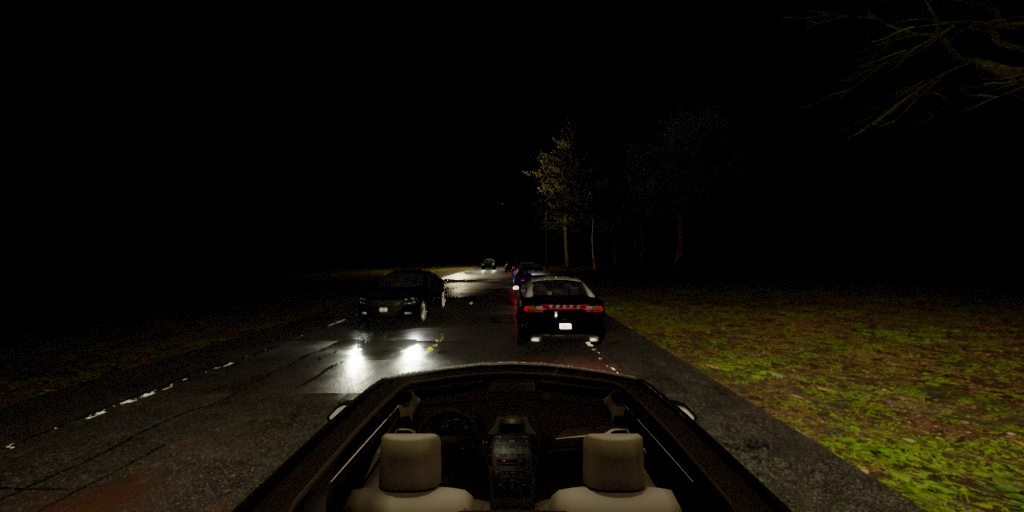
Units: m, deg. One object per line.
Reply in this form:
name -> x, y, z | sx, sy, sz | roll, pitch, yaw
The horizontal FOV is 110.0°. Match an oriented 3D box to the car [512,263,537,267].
car -> 1.057, 1.294, 19.526 | 1.812, 1.442, 4.674 | 0, 0, 0

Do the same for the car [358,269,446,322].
car -> -3.596, 1.233, 12.523 | 1.882, 1.535, 5.008 | 0, 0, 0

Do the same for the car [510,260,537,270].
car -> 1.059, 1.134, 25.497 | 2.097, 1.767, 4.553 | 0, 0, 0

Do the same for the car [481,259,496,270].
car -> -3.572, 1.205, 55.028 | 2.097, 1.767, 4.553 | 0, 0, 0

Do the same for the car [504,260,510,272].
car -> 0.041, 1.348, 46.810 | 1.837, 1.490, 4.892 | 0, 0, 0

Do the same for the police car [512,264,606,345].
police car -> 1.053, 1.178, 9.635 | 1.930, 1.638, 5.238 | 0, 0, 0
